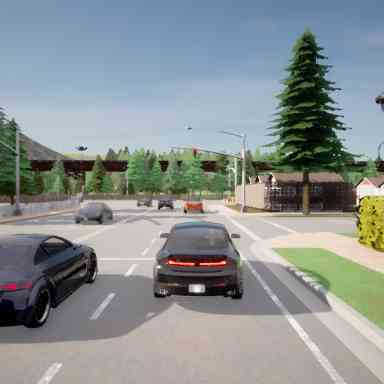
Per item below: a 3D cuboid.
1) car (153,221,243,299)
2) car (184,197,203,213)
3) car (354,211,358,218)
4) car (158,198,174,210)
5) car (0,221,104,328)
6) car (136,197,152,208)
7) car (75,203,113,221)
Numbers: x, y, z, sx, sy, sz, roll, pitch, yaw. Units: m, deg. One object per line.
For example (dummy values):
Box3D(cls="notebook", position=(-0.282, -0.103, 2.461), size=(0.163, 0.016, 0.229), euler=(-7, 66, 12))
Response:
Box3D(cls="car", position=(0.193, 1.505, 8.465), size=(1.837, 1.490, 4.892), euler=(0, 0, 2))
Box3D(cls="car", position=(0.136, 1.352, 37.399), size=(2.097, 1.767, 4.553), euler=(0, 0, -1))
Box3D(cls="car", position=(14.852, 1.466, 25.050), size=(4.892, 1.490, 1.837), euler=(0, 0, -1))
Box3D(cls="car", position=(-3.411, 1.505, 43.737), size=(1.837, 1.490, 4.892), euler=(0, 0, 0))
Box3D(cls="car", position=(-3.420, 1.564, 6.979), size=(1.994, 1.385, 4.181), euler=(0, 0, 0))
Box3D(cls="car", position=(-7.024, 1.493, 49.371), size=(2.128, 1.511, 4.902), euler=(0, 0, 0))
Box3D(cls="car", position=(-7.093, 1.526, 24.530), size=(1.812, 1.442, 4.674), euler=(0, 0, 0))
